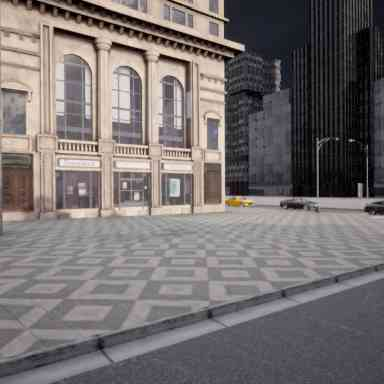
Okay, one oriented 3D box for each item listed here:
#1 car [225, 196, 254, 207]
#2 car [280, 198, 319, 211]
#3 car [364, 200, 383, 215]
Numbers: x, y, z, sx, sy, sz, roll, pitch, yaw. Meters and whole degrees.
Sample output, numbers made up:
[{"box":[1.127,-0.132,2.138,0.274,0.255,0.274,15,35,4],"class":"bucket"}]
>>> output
[{"box":[6.629,1.371,47.046,1.882,1.535,5.008,-1,1,-34],"class":"car"},{"box":[12.414,1.414,38.500,2.128,1.511,4.902,-1,0,-34],"class":"car"},{"box":[18.091,1.477,30.159,1.812,1.442,4.674,-1,0,-34],"class":"car"}]
